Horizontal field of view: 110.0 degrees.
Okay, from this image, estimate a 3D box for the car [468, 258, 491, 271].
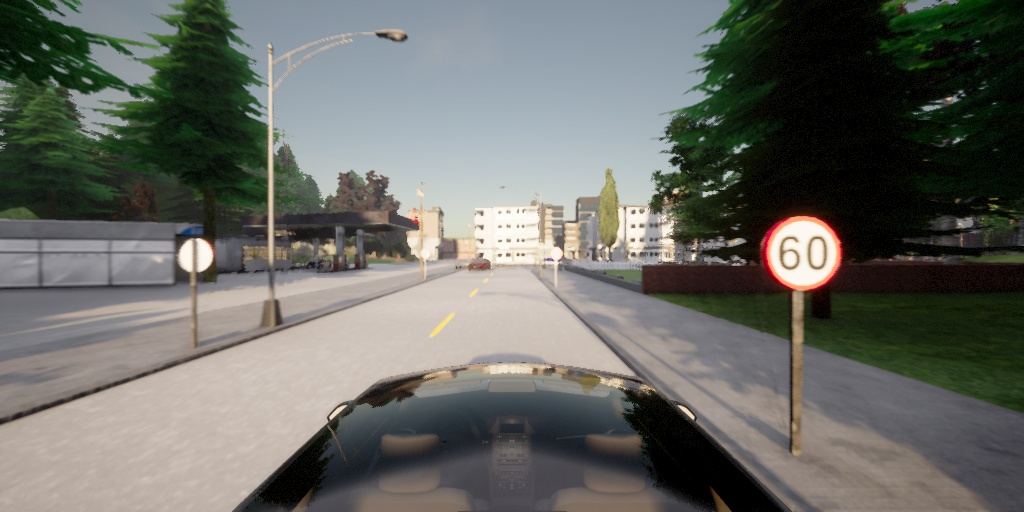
[{"bbox_3d":[-3.764,0.956,42.111,1.882,1.535,5.008,0,0,8],"label":"car"}]
